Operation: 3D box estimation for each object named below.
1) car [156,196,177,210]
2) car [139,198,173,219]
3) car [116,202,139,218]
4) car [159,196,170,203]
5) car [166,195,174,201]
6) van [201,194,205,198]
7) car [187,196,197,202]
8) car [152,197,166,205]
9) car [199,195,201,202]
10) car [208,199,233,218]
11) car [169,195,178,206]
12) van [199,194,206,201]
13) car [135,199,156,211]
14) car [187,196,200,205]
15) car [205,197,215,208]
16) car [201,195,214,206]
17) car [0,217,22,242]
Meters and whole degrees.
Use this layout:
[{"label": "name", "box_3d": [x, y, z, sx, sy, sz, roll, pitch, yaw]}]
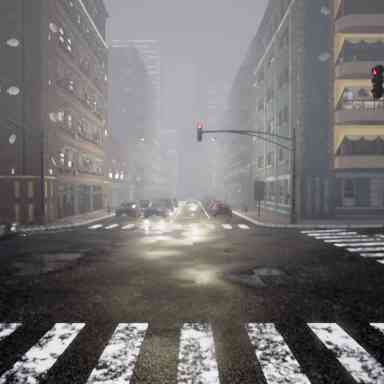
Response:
[{"label": "car", "box_3d": [-3.089, 1.510, 39.850, 1.837, 1.490, 4.892, 0, 0, 0]}, {"label": "car", "box_3d": [-3.095, 1.549, 29.731, 2.033, 1.411, 5.357, 0, 0, 0]}, {"label": "car", "box_3d": [-5.690, 1.568, 30.224, 1.947, 1.339, 4.313, 0, 0, 0]}, {"label": "car", "box_3d": [-5.682, 1.604, 68.889, 1.802, 1.307, 4.206, 0, 0, 0]}, {"label": "car", "box_3d": [-5.679, 1.561, 85.290, 1.752, 1.417, 4.829, 0, 0, 0]}, {"label": "van", "box_3d": [2.694, 1.353, 52.304, 1.690, 1.788, 3.998, 0, 0, 0]}, {"label": "car", "box_3d": [0.015, 1.450, 69.703, 1.895, 1.301, 4.718, 0, 0, 0]}, {"label": "car", "box_3d": [-5.685, 1.560, 57.842, 1.887, 1.381, 4.507, 0, 0, 0]}, {"label": "car", "box_3d": [2.697, 1.581, 57.828, 1.947, 1.339, 4.313, 0, 0, 0]}, {"label": "car", "box_3d": [2.691, 1.584, 30.210, 1.802, 1.307, 4.206, 0, 0, 0]}, {"label": "car", "box_3d": [-3.077, 1.502, 50.294, 2.128, 1.511, 4.902, 0, 0, 0]}, {"label": "van", "box_3d": [2.700, 1.377, 85.446, 1.690, 1.788, 3.998, -1, 0, 0]}, {"label": "car", "box_3d": [-5.688, 1.572, 41.271, 1.947, 1.339, 4.313, 0, 0, 0]}, {"label": "car", "box_3d": [0.012, 1.542, 59.667, 1.812, 1.442, 4.674, 0, 0, 0]}, {"label": "car", "box_3d": [2.692, 1.570, 35.734, 1.947, 1.339, 4.313, 0, 0, 0]}, {"label": "car", "box_3d": [2.694, 1.553, 46.781, 1.887, 1.381, 4.507, 0, 0, 0]}, {"label": "car", "box_3d": [-9.847, 1.650, 14.600, 4.181, 1.385, 1.994, -2, 0, 0]}]
